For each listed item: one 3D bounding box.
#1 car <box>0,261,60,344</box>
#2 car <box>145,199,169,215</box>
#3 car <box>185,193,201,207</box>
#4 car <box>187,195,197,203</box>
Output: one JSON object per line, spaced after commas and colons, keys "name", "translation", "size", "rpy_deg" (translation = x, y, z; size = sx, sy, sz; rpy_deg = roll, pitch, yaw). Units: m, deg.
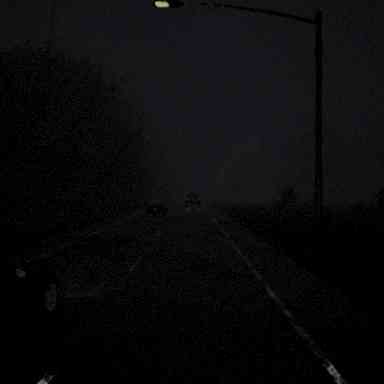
{"name": "car", "translation": [-3.398, 1.516, 4.345], "size": [1.812, 1.442, 4.674], "rpy_deg": [0, 0, 0]}
{"name": "car", "translation": [-3.342, 1.404, 32.465], "size": [1.882, 1.535, 5.008], "rpy_deg": [0, 0, 1]}
{"name": "car", "translation": [0.144, 1.114, 47.916], "size": [2.150, 2.045, 5.566], "rpy_deg": [0, 0, 0]}
{"name": "car", "translation": [0.063, 1.384, 64.526], "size": [1.812, 1.442, 4.674], "rpy_deg": [0, 0, 0]}
